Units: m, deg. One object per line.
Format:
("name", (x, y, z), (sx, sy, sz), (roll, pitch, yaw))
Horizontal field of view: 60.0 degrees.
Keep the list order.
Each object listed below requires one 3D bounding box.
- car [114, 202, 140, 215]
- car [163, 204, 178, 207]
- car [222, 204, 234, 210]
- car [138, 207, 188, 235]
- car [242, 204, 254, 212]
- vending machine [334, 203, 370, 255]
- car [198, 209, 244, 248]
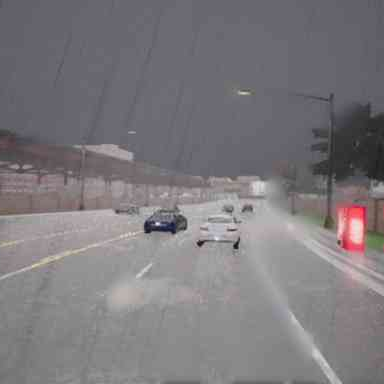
("car", (-8.083, 2.057, 41.871), (1.837, 1.490, 4.892), (1, -1, 12))
("car", (-3.181, 2.378, 48.472), (1.994, 1.385, 4.181), (1, -1, 12))
("car", (5.973, 2.736, 55.274), (2.033, 1.411, 5.357), (1, -1, 8))
("car", (-1.543, 1.857, 21.104), (1.994, 1.385, 4.181), (1, -1, 12))
("car", (10.555, 2.970, 63.031), (1.837, 1.490, 4.892), (1, -1, 11))
("vending machine", (6.913, 1.557, 14.428), (1.100, 2.100, 0.880), (3, 0, 9))
("car", (1.426, 1.786, 16.185), (1.812, 1.442, 4.674), (1, -2, 9))
